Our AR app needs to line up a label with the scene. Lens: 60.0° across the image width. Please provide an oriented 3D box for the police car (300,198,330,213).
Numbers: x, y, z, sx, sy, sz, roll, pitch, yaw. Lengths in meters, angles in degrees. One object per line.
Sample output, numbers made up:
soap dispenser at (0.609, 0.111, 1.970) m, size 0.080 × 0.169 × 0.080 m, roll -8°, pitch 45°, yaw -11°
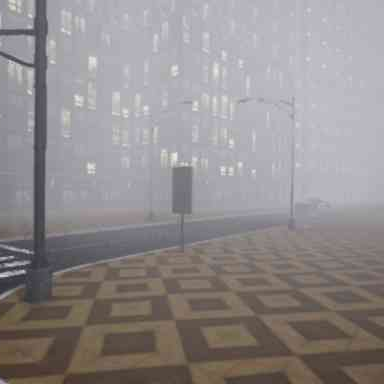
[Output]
police car at (12.986, 1.415, 35.881) m, size 2.038 × 1.542 × 4.974 m, roll 1°, pitch 1°, yaw 44°
